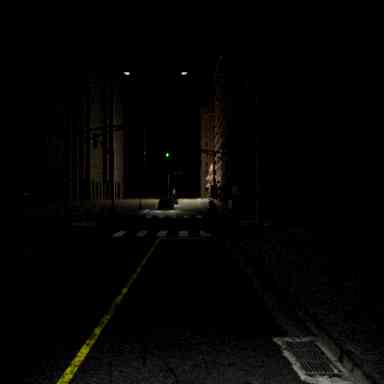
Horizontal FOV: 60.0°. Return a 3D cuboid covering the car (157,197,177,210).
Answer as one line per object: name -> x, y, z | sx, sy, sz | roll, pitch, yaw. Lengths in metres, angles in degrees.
car -> -3.293, 1.475, 42.310 | 1.882, 1.535, 5.008 | 0, 0, 0

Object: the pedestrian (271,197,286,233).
pedestrian -> 4.313, 1.138, 16.619 | 0.375, 1.860, 0.375 | 0, 0, 0

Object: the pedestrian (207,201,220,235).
pedestrian -> 1.097, 1.292, 17.204 | 0.375, 1.860, 0.375 | 0, 0, 0

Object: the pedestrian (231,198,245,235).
pedestrian -> 2.190, 1.138, 16.010 | 0.375, 1.860, 0.375 | 0, 0, 0
